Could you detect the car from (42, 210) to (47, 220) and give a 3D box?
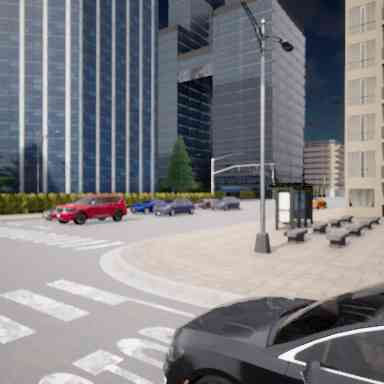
[{"bbox_3d":[-9.649,1.515,26.888,1.812,1.442,4.674,0,0,36],"label":"car"}]

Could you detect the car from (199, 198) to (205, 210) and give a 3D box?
[{"bbox_3d":[1.740,1.516,42.753,1.812,1.442,4.674,0,0,36],"label":"car"}]

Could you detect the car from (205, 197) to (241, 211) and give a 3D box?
[{"bbox_3d":[4.015,1.355,39.924,2.097,1.767,4.553,0,0,36],"label":"car"}]

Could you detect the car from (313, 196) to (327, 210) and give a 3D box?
[{"bbox_3d":[16.517,1.373,44.634,2.097,1.767,4.553,0,0,39],"label":"car"}]

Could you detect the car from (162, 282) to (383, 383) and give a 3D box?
[{"bbox_3d":[1.953,1.505,2.573,4.892,1.490,1.837,0,0,36],"label":"car"}]

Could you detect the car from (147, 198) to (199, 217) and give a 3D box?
[{"bbox_3d":[-1.723,1.352,31.947,2.097,1.767,4.553,0,0,36],"label":"car"}]

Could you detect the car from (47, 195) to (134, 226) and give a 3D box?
[{"bbox_3d":[-7.228,1.222,24.271,2.150,2.045,5.566,0,0,36],"label":"car"}]

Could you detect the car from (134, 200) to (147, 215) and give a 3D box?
[{"bbox_3d":[-4.219,1.467,34.476,1.882,1.535,5.008,0,0,36],"label":"car"}]
